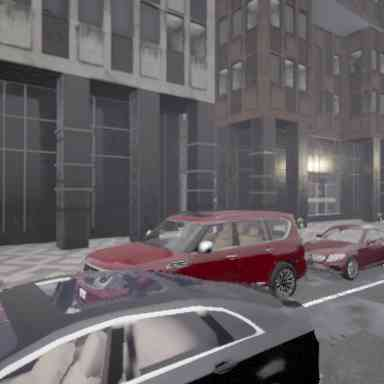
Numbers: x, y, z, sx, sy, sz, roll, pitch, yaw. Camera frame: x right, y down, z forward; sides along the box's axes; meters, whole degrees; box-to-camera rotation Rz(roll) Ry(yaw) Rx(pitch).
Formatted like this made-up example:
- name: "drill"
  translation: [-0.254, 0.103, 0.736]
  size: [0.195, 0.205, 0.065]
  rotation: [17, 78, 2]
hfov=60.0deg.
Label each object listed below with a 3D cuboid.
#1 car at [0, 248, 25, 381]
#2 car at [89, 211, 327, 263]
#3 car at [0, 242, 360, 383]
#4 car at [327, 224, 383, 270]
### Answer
- name: "car"
  translation: [-4.287, 1.570, 3.597]
  size: [4.206, 1.307, 1.802]
  rotation: [1, 0, -35]
- name: "car"
  translation: [0.279, 1.346, 6.847]
  size: [5.009, 1.841, 2.192]
  rotation: [1, 0, -35]
- name: "car"
  translation: [-1.029, 1.495, 2.522]
  size: [4.902, 1.511, 2.128]
  rotation: [1, 0, -35]
- name: "car"
  translation: [4.842, 1.657, 10.093]
  size: [4.206, 1.307, 1.802]
  rotation: [1, 0, -35]
